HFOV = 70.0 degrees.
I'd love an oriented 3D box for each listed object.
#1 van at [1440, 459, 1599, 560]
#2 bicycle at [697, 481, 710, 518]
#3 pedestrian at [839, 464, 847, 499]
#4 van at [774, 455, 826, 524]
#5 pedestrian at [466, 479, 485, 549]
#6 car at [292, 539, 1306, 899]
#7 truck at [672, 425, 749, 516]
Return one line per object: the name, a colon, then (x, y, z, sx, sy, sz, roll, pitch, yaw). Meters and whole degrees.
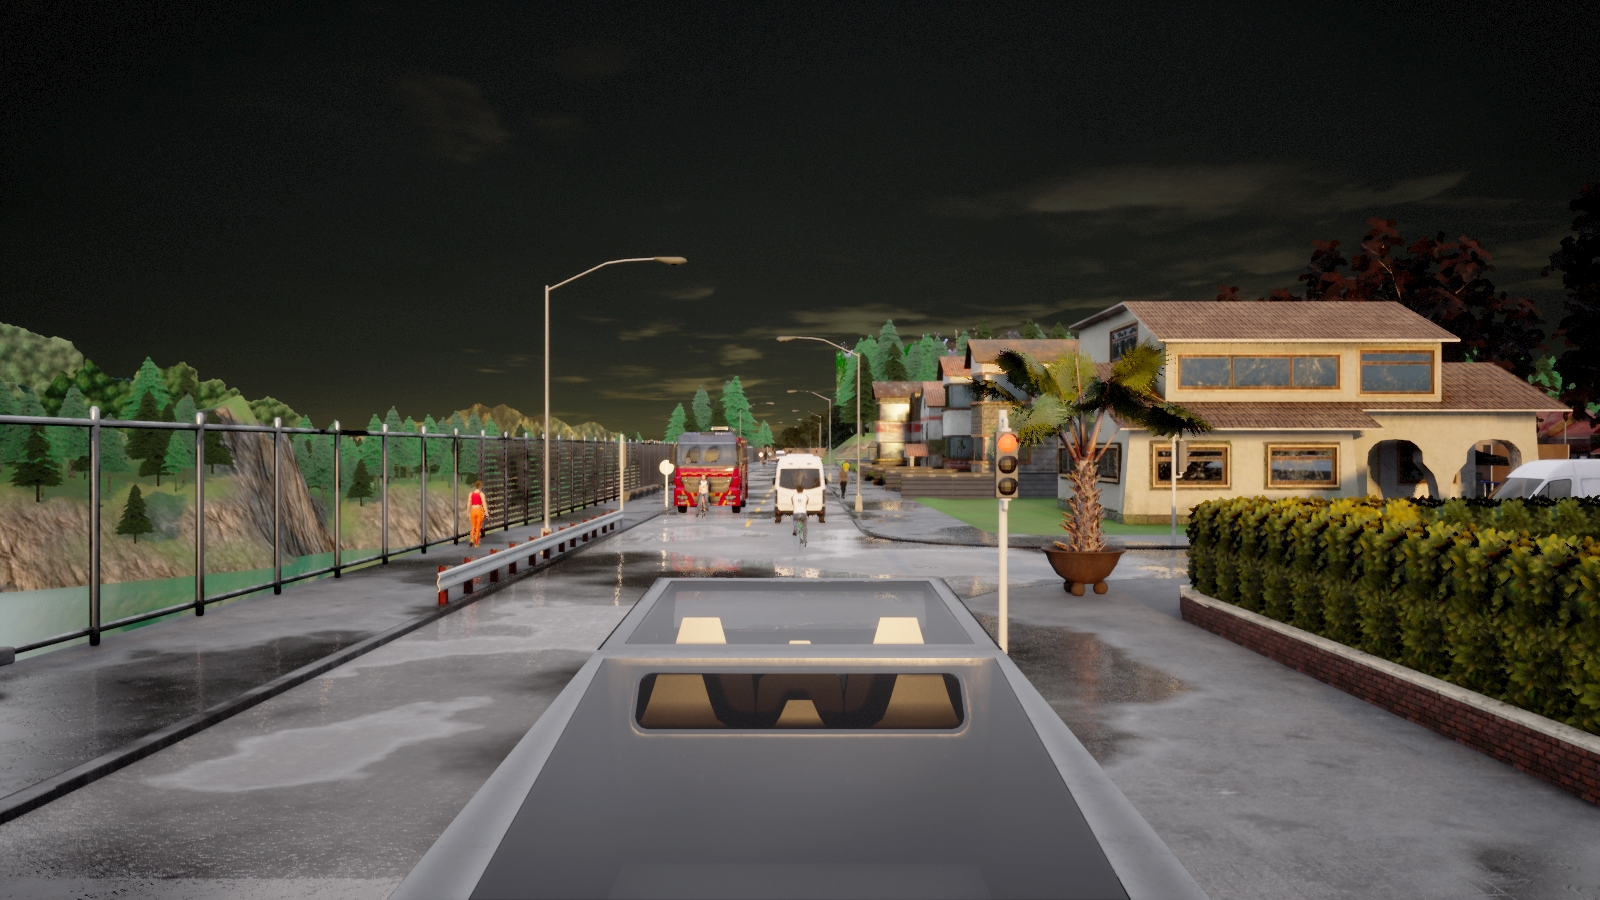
van: (20.319, 1.523, 29.984, 5.915, 2.561, 1.988, 0, 0, 0)
bicycle: (-3.996, 2.038, 47.352, 0.373, 1.496, 1.643, 0, 0, 0)
pedestrian: (2.304, 1.698, 61.056, 0.375, 1.860, 0.375, 0, 0, -3)
van: (0.002, 1.517, 46.144, 1.988, 2.561, 5.915, 0, 0, 0)
pedestrian: (-8.801, 1.732, 30.991, 0.375, 1.860, 0.375, 0, 0, 2)
car: (-0.001, 1.751, 5.830, 2.390, 2.098, 6.274, 0, 0, 0)
truck: (-3.997, 0.871, 52.639, 2.891, 3.827, 8.468, 0, 0, 0)
